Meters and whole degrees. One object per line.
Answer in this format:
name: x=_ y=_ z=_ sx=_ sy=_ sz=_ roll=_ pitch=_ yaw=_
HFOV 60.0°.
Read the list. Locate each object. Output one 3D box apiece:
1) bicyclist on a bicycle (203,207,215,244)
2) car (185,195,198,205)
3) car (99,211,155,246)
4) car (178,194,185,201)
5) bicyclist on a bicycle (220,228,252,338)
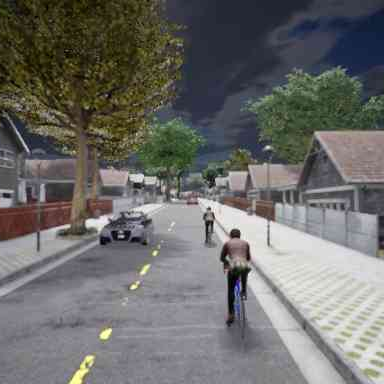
bicyclist on a bicycle: x=0.767 y=1.483 z=14.704 sx=0.582 sy=1.620 sz=1.656 roll=0 pitch=0 yaw=0
car: x=0.130 y=1.744 z=62.843 sx=1.994 sy=1.385 sz=4.181 roll=0 pitch=0 yaw=0
car: x=-2.843 y=1.595 z=15.308 sx=1.994 sy=1.385 sz=4.181 roll=0 pitch=0 yaw=0
car: x=-2.706 y=1.541 z=95.589 sx=2.150 sy=2.045 sz=5.566 roll=0 pitch=0 yaw=0
bicyclist on a bicycle: x=0.763 y=1.463 z=5.689 sx=0.582 sy=1.620 sz=1.656 roll=0 pitch=0 yaw=0
